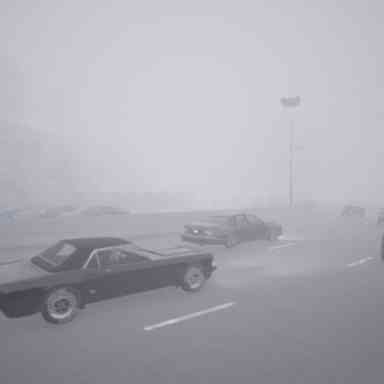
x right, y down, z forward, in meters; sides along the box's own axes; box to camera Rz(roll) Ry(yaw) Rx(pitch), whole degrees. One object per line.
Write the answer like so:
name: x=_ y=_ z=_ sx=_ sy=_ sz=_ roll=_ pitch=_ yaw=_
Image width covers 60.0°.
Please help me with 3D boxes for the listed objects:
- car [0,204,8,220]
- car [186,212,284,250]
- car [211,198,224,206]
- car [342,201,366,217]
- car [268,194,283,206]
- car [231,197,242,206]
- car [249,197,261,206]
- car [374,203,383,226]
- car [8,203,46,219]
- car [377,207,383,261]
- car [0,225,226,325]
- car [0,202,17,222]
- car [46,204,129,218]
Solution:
car: x=-12.820 y=1.604 z=25.339 sx=5.008 sy=1.535 sz=1.882 roll=0 pitch=0 yaw=-41
car: x=1.951 y=1.607 z=14.855 sx=5.357 sy=1.411 sz=2.033 roll=0 pitch=0 yaw=-44
car: x=4.755 y=1.853 z=62.176 sx=1.895 sy=1.301 sz=4.718 roll=0 pitch=0 yaw=11
car: x=15.804 y=1.636 z=32.470 sx=1.812 sy=1.442 sz=4.674 roll=0 pitch=0 yaw=31
car: x=14.430 y=1.435 z=57.383 sx=2.150 sy=2.045 sz=5.566 roll=0 pitch=0 yaw=14
car: x=8.236 y=1.737 z=61.925 sx=2.128 sy=1.511 sz=4.902 roll=0 pitch=0 yaw=11
car: x=11.423 y=1.709 z=59.866 sx=1.882 sy=1.535 sz=5.008 roll=0 pitch=0 yaw=12
car: x=14.834 y=1.626 z=24.389 sx=2.033 sy=1.411 sz=5.357 roll=0 pitch=0 yaw=35
car: x=-9.791 y=1.605 z=23.382 sx=4.902 sy=1.511 sz=2.128 roll=0 pitch=0 yaw=-42
car: x=8.204 y=1.387 z=11.326 sx=4.553 sy=1.767 sz=2.097 roll=0 pitch=0 yaw=-44
car: x=-1.700 y=1.635 z=7.212 sx=4.718 sy=1.301 sz=1.895 roll=0 pitch=0 yaw=-38
car: x=-16.901 y=1.643 z=26.521 sx=4.892 sy=1.490 sz=1.837 roll=0 pitch=0 yaw=-39
car: x=-6.439 y=1.579 z=21.683 sx=5.008 sy=1.535 sz=1.882 roll=0 pitch=0 yaw=-43
